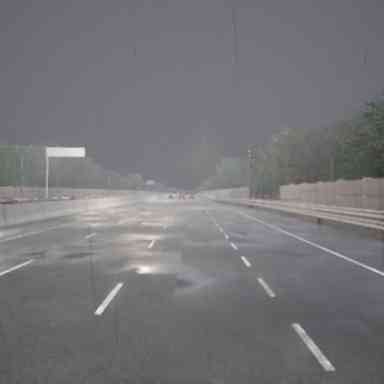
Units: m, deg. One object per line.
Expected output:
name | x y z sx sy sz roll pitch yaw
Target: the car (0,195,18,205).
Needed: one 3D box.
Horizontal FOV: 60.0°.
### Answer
car | -20.996 1.149 36.495 1.837 1.490 4.892 0 0 0
